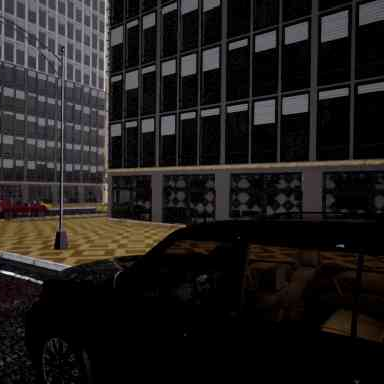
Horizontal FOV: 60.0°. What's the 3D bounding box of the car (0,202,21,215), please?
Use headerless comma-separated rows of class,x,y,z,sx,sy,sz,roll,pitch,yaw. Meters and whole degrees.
car,-20.642,1.713,34.665,1.895,1.301,4.718,1,0,37

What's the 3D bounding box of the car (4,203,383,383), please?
car,0.699,1.221,3.184,5.566,2.045,2.150,0,0,36

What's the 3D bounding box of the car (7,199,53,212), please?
car,-19.596,1.642,40.433,1.752,1.417,4.829,1,0,37

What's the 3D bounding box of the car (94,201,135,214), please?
car,-9.301,1.829,40.239,1.752,1.417,4.829,1,0,37

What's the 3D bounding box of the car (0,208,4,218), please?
car,-7.283,1.347,8.905,4.553,1.767,2.097,0,0,36

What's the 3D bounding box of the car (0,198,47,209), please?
car,-16.126,1.518,31.048,2.192,1.841,5.009,1,0,37
